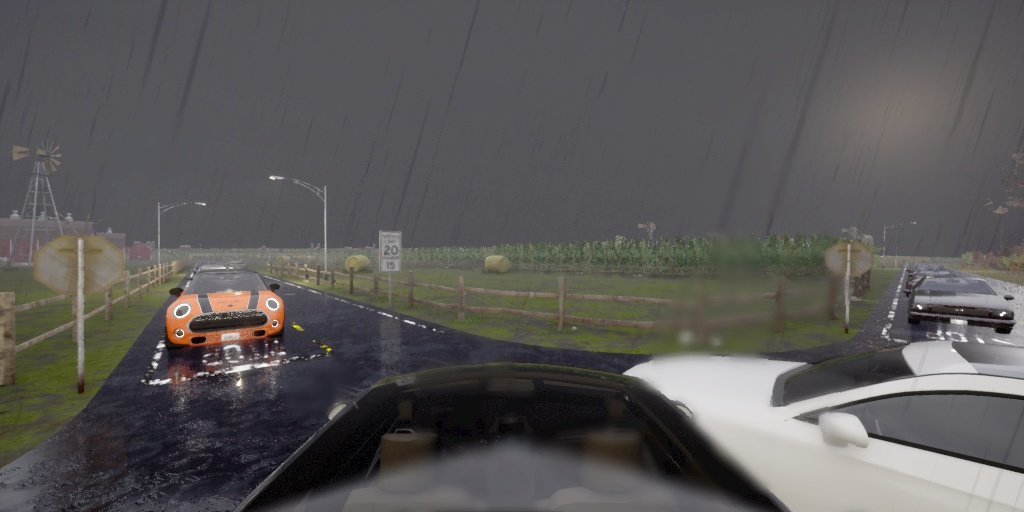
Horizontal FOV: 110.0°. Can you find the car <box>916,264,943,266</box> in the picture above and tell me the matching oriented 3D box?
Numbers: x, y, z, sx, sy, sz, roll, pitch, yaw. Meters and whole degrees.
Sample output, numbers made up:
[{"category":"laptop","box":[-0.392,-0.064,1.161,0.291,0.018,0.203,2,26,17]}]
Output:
[{"category":"car","box":[28.722,1.303,24.725,4.902,1.511,2.128,0,1,-42]}]

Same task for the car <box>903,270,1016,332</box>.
[{"category":"car","box":[13.656,1.333,11.131,5.357,1.411,2.033,0,1,-42]}]

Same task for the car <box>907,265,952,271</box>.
[{"category":"car","box":[21.073,1.360,17.829,4.181,1.385,1.994,0,1,-43]}]

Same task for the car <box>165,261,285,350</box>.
[{"category":"car","box":[-7.454,1.136,9.422,2.097,1.767,4.553,0,0,-39]}]

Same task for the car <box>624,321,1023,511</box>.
[{"category":"car","box":[2.863,1.293,2.197,1.812,1.442,4.674,0,1,-43]}]
